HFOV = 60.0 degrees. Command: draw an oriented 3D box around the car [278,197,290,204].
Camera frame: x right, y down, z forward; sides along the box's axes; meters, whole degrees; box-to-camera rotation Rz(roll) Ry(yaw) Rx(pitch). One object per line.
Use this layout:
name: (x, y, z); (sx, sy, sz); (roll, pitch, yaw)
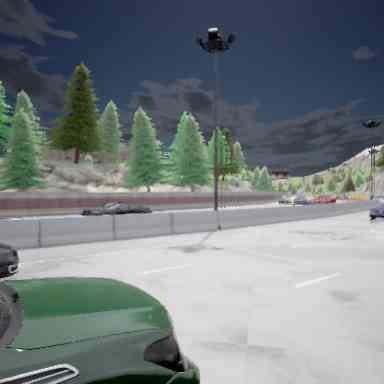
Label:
car: (18.264, 1.704, 65.129); (1.994, 1.385, 4.181); (0, 0, 31)

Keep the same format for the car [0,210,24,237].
car: (-11.544, 1.699, 17.326); (4.718, 1.301, 1.895); (0, 0, -36)

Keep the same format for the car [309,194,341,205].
car: (19.144, 1.310, 47.704); (2.150, 2.045, 5.566); (0, 0, 37)

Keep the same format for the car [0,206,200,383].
car: (-2.583, 1.238, 1.875); (5.566, 2.045, 2.150); (0, 0, -36)

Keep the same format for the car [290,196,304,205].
car: (20.279, 1.483, 61.730); (2.097, 1.767, 4.553); (0, 0, 32)

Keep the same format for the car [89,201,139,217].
car: (-7.864, 1.664, 33.738); (4.674, 1.442, 1.812); (0, 0, -42)

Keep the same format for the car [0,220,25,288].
car: (-6.691, 1.554, 7.623); (4.892, 1.490, 1.837); (0, 0, -36)

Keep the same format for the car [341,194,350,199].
car: (38.857, 1.405, 84.474); (1.837, 1.490, 4.892); (0, 0, 21)

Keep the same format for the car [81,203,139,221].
car: (-7.228, 1.724, 29.629); (4.718, 1.301, 1.895); (0, 0, -41)

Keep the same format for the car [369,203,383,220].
car: (16.148, 1.581, 27.342); (2.033, 1.411, 5.357); (0, 0, 42)

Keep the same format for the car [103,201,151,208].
car: (-5.611, 1.585, 26.451); (5.008, 1.535, 1.882); (0, 0, -40)

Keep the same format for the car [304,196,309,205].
car: (20.946, 1.674, 56.343); (1.994, 1.385, 4.181); (0, 0, 34)
